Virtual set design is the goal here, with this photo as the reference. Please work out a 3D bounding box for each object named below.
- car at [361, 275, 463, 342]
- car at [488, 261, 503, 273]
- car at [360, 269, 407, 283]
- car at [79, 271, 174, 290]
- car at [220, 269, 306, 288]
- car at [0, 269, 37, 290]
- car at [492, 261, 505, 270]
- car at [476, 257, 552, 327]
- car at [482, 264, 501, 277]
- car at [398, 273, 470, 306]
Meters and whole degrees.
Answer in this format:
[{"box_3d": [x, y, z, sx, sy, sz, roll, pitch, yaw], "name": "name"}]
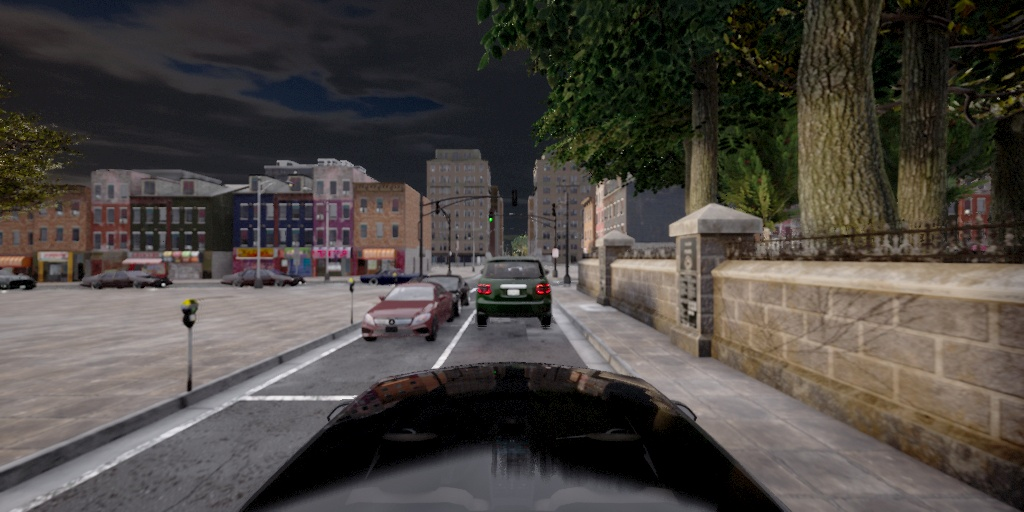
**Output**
[{"box_3d": [-2.634, 1.383, 9.932, 1.802, 1.307, 4.207, 0, 0, 0], "name": "car"}, {"box_3d": [-2.273, 1.526, 50.797, 1.882, 1.535, 5.008, 0, 0, 0], "name": "car"}, {"box_3d": [-8.547, 1.582, 26.519, 4.718, 1.301, 1.895, -1, 0, 0], "name": "car"}, {"box_3d": [-28.382, 1.780, 26.459, 5.357, 1.411, 2.033, -1, 0, 0], "name": "car"}, {"box_3d": [-18.308, 1.639, 26.489, 5.357, 1.411, 2.033, -1, 0, 0], "name": "car"}, {"box_3d": [-38.340, 1.754, 26.449, 4.553, 1.767, 2.097, -1, 0, 0], "name": "car"}, {"box_3d": [-2.257, 1.588, 61.239, 1.882, 1.535, 5.008, 0, 0, 0], "name": "car"}, {"box_3d": [0.084, 1.038, 12.016, 2.150, 2.045, 5.566, 0, 0, 1], "name": "car"}, {"box_3d": [-2.264, 1.586, 40.383, 1.895, 1.301, 4.718, 0, 0, 0], "name": "car"}, {"box_3d": [-2.633, 1.390, 13.594, 1.948, 1.339, 4.313, 0, 0, 0], "name": "car"}]
